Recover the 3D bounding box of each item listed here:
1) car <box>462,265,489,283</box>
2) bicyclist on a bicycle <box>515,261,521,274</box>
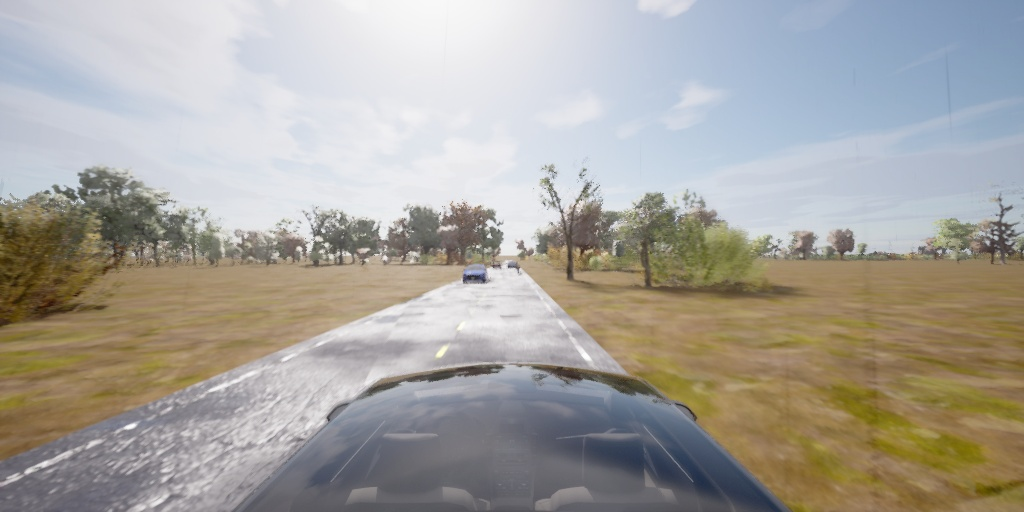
[{"bbox_3d":[-3.080,1.481,30.835,1.882,1.535,5.008,0,-1,0],"label":"car"},{"bbox_3d":[0.838,1.571,46.662,0.866,1.612,1.509,0,-1,0],"label":"bicyclist on a bicycle"}]
